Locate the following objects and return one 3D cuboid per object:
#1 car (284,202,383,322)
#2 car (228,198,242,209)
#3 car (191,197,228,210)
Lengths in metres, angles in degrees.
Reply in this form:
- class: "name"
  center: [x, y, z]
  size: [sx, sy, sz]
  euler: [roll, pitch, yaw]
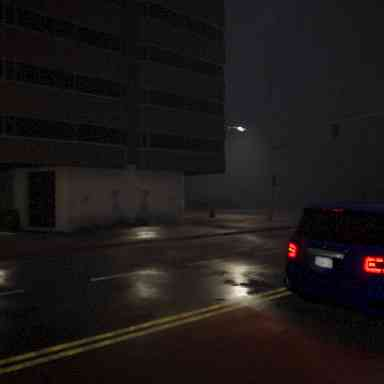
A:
- class: "car"
  center: [4.322, 1.220, 6.882]
  size: [5.566, 2.045, 2.150]
  euler: [0, 0, -35]
- class: "car"
  center: [4.675, 1.485, 44.846]
  size: [2.128, 1.511, 4.902]
  euler: [0, 0, -36]
- class: "car"
  center: [1.848, 1.486, 42.782]
  size: [2.128, 1.511, 4.902]
  euler: [0, 0, -36]
